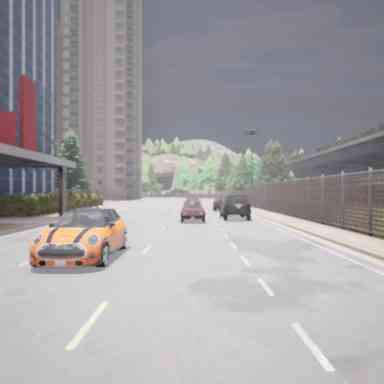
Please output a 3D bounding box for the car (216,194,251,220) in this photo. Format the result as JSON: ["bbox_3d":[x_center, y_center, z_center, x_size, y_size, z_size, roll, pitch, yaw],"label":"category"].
[{"bbox_3d":[3.539,1.212,27.795,2.150,2.045,5.566,0,0,0],"label":"car"}]

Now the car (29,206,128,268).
[{"bbox_3d":[-3.570,1.348,11.283,2.097,1.767,4.553,0,0,0],"label":"car"}]

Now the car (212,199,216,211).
[{"bbox_3d":[3.509,1.463,40.793,1.882,1.535,5.008,0,0,0],"label":"car"}]

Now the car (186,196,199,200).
[{"bbox_3d":[0.052,1.338,39.689,2.097,1.767,4.553,0,0,0],"label":"car"}]

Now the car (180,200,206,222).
[{"bbox_3d":[0.069,1.592,26.284,1.895,1.301,4.718,0,0,0],"label":"car"}]
